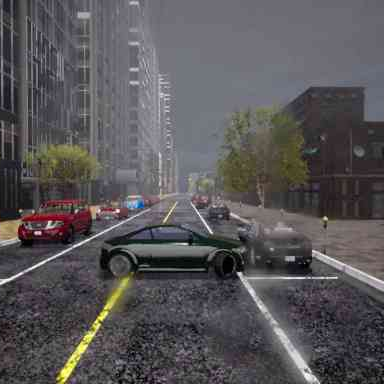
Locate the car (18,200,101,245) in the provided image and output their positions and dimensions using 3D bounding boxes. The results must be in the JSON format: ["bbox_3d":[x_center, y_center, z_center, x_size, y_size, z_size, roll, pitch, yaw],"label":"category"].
[{"bbox_3d":[-6.168,1.310,15.680,2.192,1.841,5.009,-1,0,-1],"label":"car"}]

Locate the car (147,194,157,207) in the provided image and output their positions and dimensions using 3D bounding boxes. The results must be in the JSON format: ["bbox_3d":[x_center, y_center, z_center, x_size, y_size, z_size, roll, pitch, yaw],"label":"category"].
[{"bbox_3d":[-6.917,1.299,49.608,2.192,1.841,5.009,-1,0,-1],"label":"car"}]

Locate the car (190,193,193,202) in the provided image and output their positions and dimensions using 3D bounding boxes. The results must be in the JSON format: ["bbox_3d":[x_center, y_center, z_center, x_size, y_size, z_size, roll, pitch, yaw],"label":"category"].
[{"bbox_3d":[0.906,1.290,71.939,2.192,1.841,5.009,-1,0,-1],"label":"car"}]

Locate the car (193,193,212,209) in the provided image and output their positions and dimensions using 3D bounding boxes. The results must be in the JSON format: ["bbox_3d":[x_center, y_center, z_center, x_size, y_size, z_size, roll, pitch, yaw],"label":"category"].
[{"bbox_3d":[1.599,1.301,44.275,2.192,1.841,5.009,-1,0,-1],"label":"car"}]

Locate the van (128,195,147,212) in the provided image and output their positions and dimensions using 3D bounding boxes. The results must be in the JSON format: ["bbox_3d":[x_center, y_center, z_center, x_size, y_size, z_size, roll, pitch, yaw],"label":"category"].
[{"bbox_3d":[-6.639,1.329,38.542,1.690,1.788,3.998,-1,0,-1],"label":"van"}]

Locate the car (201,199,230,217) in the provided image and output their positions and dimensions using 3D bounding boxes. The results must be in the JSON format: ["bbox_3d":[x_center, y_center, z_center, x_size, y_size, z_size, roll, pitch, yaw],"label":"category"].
[{"bbox_3d":[2.049,1.543,26.942,2.008,1.369,4.403,-1,0,-1],"label":"car"}]

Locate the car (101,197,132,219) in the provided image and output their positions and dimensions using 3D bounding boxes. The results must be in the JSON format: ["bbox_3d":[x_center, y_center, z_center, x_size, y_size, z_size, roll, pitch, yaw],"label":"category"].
[{"bbox_3d":[-6.354,1.432,26.748,1.967,1.590,4.097,-1,0,-1],"label":"car"}]

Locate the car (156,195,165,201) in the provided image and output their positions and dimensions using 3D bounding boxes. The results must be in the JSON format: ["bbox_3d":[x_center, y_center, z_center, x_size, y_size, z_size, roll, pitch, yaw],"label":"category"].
[{"bbox_3d":[-7.742,1.496,82.636,1.752,1.417,4.829,-1,0,-1],"label":"car"}]

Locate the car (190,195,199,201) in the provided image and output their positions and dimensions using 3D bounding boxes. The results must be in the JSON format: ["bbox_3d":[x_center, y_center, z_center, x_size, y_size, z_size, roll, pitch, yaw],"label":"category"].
[{"bbox_3d":[0.632,1.537,83.005,1.947,1.339,4.313,-1,0,-1],"label":"car"}]

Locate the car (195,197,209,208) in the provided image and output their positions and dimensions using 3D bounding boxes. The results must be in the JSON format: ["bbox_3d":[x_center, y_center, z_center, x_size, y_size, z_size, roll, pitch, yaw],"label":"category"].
[{"bbox_3d":[1.460,1.509,49.978,1.752,1.417,4.829,-1,0,-1],"label":"car"}]

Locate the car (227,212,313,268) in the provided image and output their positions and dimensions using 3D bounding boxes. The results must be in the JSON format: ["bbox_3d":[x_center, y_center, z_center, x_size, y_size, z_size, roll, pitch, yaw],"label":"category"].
[{"bbox_3d":[2.565,1.548,11.082,2.008,1.369,4.403,-1,0,-1],"label":"car"}]

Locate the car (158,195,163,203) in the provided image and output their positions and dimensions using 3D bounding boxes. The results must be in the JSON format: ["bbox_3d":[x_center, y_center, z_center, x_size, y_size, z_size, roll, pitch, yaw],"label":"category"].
[{"bbox_3d":[-7.330,1.522,66.207,1.887,1.381,4.507,-1,0,-1],"label":"car"}]

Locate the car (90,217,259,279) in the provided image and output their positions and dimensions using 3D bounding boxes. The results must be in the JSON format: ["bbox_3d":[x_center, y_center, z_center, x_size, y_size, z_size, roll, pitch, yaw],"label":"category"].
[{"bbox_3d":[-0.454,1.557,9.478,4.181,1.385,1.994,0,0,-1],"label":"car"}]
